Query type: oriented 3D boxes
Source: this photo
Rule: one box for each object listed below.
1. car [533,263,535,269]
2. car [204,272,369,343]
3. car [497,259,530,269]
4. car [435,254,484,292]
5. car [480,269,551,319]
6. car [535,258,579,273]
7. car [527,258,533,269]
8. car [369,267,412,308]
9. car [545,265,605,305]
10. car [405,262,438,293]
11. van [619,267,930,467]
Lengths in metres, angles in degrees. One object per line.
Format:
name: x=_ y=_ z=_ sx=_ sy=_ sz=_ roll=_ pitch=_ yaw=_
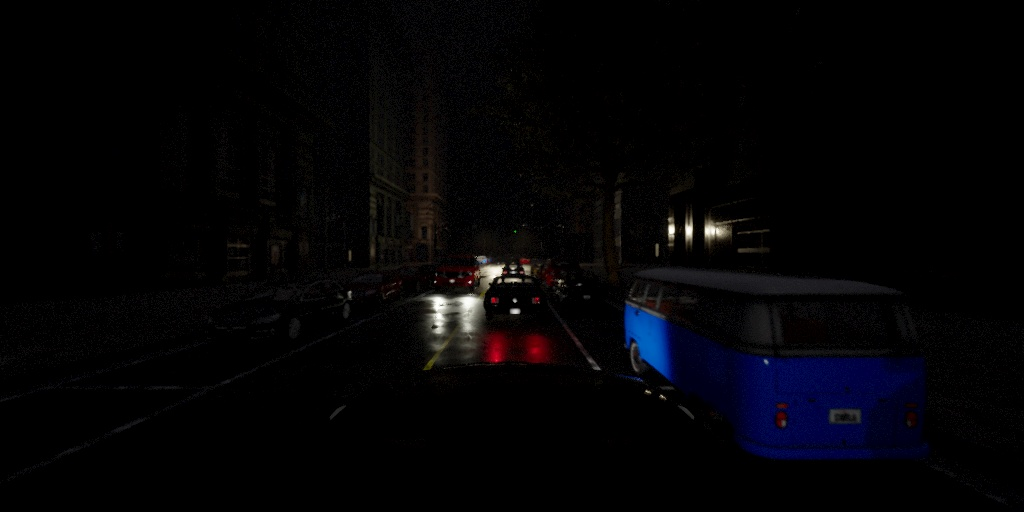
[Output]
car: x=2.757 y=1.234 z=25.977 sx=1.888 sy=1.381 sz=4.507 roll=0 pitch=0 yaw=0
car: x=-5.764 y=1.279 z=9.504 sx=2.007 sy=1.370 sz=4.403 roll=0 pitch=0 yaw=0
car: x=0.094 y=1.230 z=28.519 sx=2.033 sy=1.411 sz=5.357 roll=0 pitch=0 yaw=0
car: x=-3.103 y=0.920 z=21.326 sx=2.150 sy=2.045 sz=5.566 roll=0 pitch=0 yaw=0
car: x=0.098 y=1.322 z=12.681 sx=1.895 sy=1.301 sz=4.718 roll=0 pitch=0 yaw=0
car: x=2.758 y=1.016 z=20.688 sx=2.192 sy=1.841 sz=5.009 roll=0 pitch=0 yaw=0
car: x=2.760 y=1.191 z=36.727 sx=1.751 sy=1.417 sz=4.829 roll=0 pitch=0 yaw=0
car: x=-5.766 y=1.297 z=14.917 sx=1.802 sy=1.307 sz=4.207 roll=0 pitch=0 yaw=0
car: x=2.759 y=1.265 z=15.399 sx=2.007 sy=1.370 sz=4.403 roll=0 pitch=0 yaw=0
car: x=-5.767 y=1.246 z=20.331 sx=1.888 sy=1.381 sz=4.507 roll=0 pitch=0 yaw=0
van: x=2.762 y=1.083 z=4.821 sx=1.690 sy=1.789 sz=3.998 roll=0 pitch=0 yaw=0
